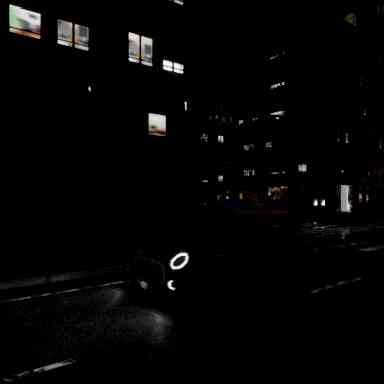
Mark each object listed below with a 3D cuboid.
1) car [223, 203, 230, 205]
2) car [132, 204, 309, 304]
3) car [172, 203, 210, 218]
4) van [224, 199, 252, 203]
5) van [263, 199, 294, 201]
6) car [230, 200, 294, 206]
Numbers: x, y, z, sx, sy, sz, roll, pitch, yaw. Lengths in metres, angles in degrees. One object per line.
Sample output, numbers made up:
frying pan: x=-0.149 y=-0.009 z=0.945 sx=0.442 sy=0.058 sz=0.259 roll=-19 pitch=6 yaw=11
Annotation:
car: x=1.807 y=1.874 z=28.657 sx=1.802 sy=1.307 sz=4.206 roll=-1 pitch=0 yaw=-36
car: x=0.820 y=1.352 z=8.262 sx=4.553 sy=1.767 sz=2.097 roll=0 pitch=0 yaw=-35
car: x=-0.180 y=1.937 z=35.701 sx=1.994 sy=1.385 sz=4.181 roll=0 pitch=-1 yaw=-37
van: x=5.237 y=1.676 z=38.088 sx=1.690 sy=1.788 sz=3.998 roll=-1 pitch=0 yaw=-36
van: x=8.550 y=1.603 z=33.570 sx=1.690 sy=1.788 sz=3.998 roll=-1 pitch=0 yaw=-36
car: x=5.767 y=1.719 z=27.590 sx=1.882 sy=1.535 sz=5.008 roll=0 pitch=-1 yaw=-36
